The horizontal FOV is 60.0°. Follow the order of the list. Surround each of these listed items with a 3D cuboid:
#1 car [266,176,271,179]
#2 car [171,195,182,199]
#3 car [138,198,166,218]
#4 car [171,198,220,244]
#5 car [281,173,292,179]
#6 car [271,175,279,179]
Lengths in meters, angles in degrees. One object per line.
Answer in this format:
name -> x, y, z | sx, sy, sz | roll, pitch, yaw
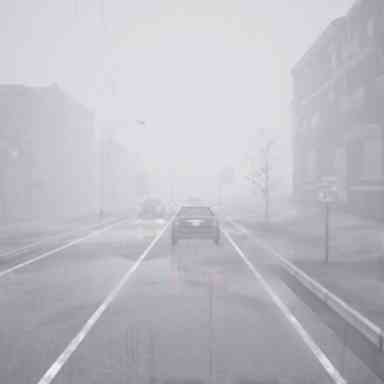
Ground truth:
car -> 22.470, -3.821, 90.732 | 2.002, 1.452, 4.674 | 0, 1, -2
car -> -3.216, 1.337, 70.178 | 2.097, 1.767, 4.553 | 0, 0, 0
car -> -3.480, 1.335, 29.533 | 2.097, 1.767, 4.553 | 0, 0, 0
car -> 0.164, 1.346, 15.953 | 2.097, 1.767, 4.553 | 0, 0, 0
car -> 23.245, -3.781, 79.686 | 2.185, 1.767, 4.553 | 0, 1, -5
car -> 22.799, -3.758, 85.194 | 2.097, 1.535, 5.008 | 0, 1, -3
